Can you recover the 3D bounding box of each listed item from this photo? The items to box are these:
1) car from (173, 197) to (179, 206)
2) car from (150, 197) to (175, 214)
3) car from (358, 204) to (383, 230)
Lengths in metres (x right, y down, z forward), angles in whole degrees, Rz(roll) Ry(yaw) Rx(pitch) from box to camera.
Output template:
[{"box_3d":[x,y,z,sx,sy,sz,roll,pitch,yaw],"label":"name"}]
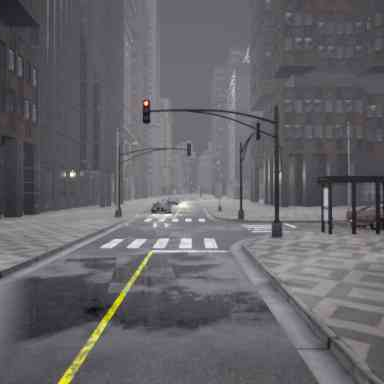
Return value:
[{"box_3d":[-3.193,1.487,54.485,1.882,1.535,5.008,0,0,0],"label":"car"},{"box_3d":[-3.165,1.569,34.925,1.994,1.385,4.181,0,0,0],"label":"car"},{"box_3d":[11.470,1.429,19.142,4.674,1.442,1.812,0,-1,0],"label":"car"}]
